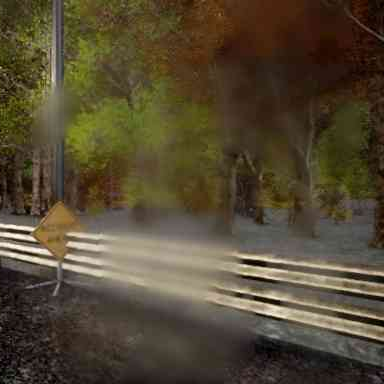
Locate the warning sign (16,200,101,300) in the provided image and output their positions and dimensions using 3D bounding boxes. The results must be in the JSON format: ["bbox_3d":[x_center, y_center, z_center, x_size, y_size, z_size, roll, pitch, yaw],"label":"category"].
[{"bbox_3d":[-2.852,1.121,7.163,1.060,1.860,1.300,-1,0,35],"label":"warning sign"}]
